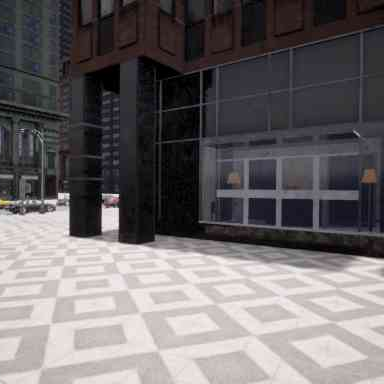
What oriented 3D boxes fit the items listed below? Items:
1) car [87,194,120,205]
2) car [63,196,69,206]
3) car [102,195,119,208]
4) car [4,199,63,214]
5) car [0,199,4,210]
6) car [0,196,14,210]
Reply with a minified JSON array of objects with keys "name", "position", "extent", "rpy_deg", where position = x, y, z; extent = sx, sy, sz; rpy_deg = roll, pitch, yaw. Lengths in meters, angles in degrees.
[{"name":"car","position":[-12.906,1.082,48.707],"extent":[1.947,1.339,4.313],"rpy_deg":[2,2,36]},{"name":"car","position":[-15.935,1.132,44.478],"extent":[2.008,1.369,4.403],"rpy_deg":[2,2,36]},{"name":"car","position":[-8.698,1.244,39.942],"extent":[1.802,1.307,4.206],"rpy_deg":[2,2,36]},{"name":"car","position":[-14.961,1.342,31.198],"extent":[2.008,1.369,4.403],"rpy_deg":[2,2,36]},{"name":"car","position":[-18.093,1.419,26.825],"extent":[1.947,1.339,4.313],"rpy_deg":[2,2,36]},{"name":"car","position":[-22.092,1.233,35.880],"extent":[1.752,1.417,4.829],"rpy_deg":[2,2,36]}]
